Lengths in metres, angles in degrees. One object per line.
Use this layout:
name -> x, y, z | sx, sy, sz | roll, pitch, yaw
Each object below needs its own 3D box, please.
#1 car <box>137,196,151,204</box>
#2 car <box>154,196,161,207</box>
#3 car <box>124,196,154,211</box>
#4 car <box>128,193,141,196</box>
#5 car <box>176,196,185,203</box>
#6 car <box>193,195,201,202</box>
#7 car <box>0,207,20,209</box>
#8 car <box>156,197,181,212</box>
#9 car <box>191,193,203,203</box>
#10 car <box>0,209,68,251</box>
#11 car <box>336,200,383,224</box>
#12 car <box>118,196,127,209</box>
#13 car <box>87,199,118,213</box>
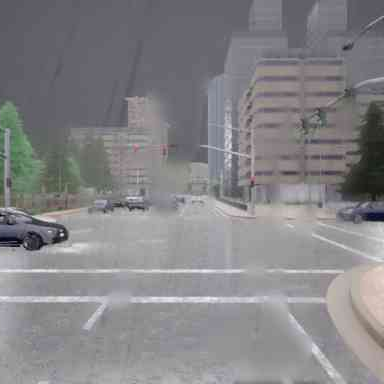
car -> -9.501, 1.492, 66.230 | 2.128, 1.511, 4.902 | 0, 0, 1
car -> -6.230, 1.564, 49.497 | 1.994, 1.385, 4.181 | 0, 0, 0
car -> -6.325, 1.547, 40.291 | 2.033, 1.411, 5.357 | 0, 0, 1
car -> -9.659, 1.219, 55.469 | 2.150, 2.045, 5.566 | 0, 0, 1
car -> -2.454, 1.477, 67.552 | 1.882, 1.535, 5.008 | 0, 0, 1
car -> 1.133, 1.521, 76.618 | 1.812, 1.442, 4.674 | 0, 0, 1
car -> -9.289, 1.525, 17.085 | 4.674, 1.442, 1.812 | 0, 0, 1
car -> -2.665, 1.564, 38.438 | 1.994, 1.385, 4.181 | 0, 0, 1
car -> 1.038, 1.221, 66.933 | 2.150, 2.045, 5.566 | 0, 0, 1
car -> -7.298, 1.564, 13.568 | 4.181, 1.385, 1.994 | 0, 0, 1
car -> 12.948, 1.352, 24.084 | 4.553, 1.767, 2.097 | 0, 0, 1
car -> -9.772, 1.601, 45.513 | 1.895, 1.301, 4.718 | 0, 0, 1
car -> -9.846, 1.526, 36.413 | 1.812, 1.442, 4.674 | 0, 0, 1
